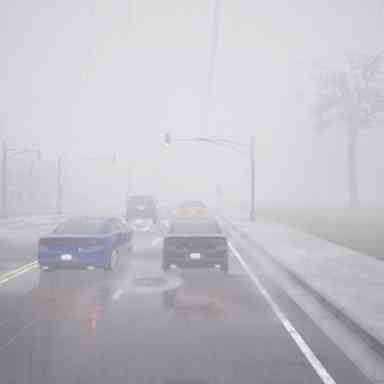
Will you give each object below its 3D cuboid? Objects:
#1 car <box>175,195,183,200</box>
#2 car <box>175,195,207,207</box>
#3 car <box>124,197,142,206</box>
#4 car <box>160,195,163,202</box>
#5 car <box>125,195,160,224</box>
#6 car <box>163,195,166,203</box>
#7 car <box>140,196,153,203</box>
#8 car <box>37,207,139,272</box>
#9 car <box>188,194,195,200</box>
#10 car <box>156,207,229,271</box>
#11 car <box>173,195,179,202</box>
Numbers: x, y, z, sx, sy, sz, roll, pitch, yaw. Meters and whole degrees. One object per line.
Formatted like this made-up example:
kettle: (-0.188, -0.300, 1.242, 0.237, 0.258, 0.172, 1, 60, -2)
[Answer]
car: (-3.346, 1.362, 85.297, 1.994, 1.385, 4.181, 0, 0, 0)
car: (0.074, 1.352, 24.975, 2.097, 1.767, 4.553, 0, 0, 0)
car: (-9.866, 1.530, 56.161, 2.033, 1.411, 5.357, 0, 0, 0)
car: (-6.622, 1.335, 56.371, 2.097, 1.767, 4.553, 0, 0, 0)
car: (-3.824, 1.223, 25.064, 2.150, 2.045, 5.566, 0, 0, -9)
car: (-6.581, 1.448, 71.682, 1.882, 1.535, 5.008, 0, 0, 0)
car: (-9.831, 1.509, 72.007, 2.033, 1.411, 5.357, 0, 0, 0)
car: (-3.160, 1.478, 10.838, 1.882, 1.535, 5.008, 0, 0, 0)
car: (-0.096, 1.334, 85.300, 1.812, 1.442, 4.674, 0, 0, 0)
car: (0.088, 1.478, 11.006, 1.882, 1.535, 5.008, 0, 0, 0)
car: (-3.334, 1.500, 74.876, 2.033, 1.411, 5.357, 0, 0, 0)
